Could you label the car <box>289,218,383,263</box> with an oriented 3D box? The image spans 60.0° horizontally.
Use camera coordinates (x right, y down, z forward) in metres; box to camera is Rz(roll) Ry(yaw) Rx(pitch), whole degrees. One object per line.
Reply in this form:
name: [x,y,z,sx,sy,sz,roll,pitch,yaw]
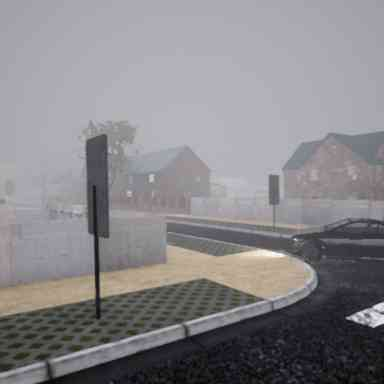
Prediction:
car: [5.427,1.581,11.191,4.181,1.385,1.994,-1,2,21]
